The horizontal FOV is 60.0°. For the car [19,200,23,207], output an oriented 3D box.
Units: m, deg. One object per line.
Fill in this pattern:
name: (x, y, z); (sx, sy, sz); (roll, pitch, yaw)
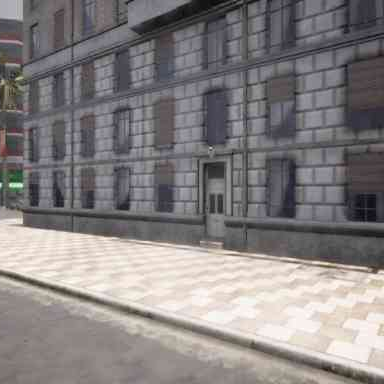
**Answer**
car: (-17.725, 1.526, 40.103); (1.812, 1.442, 4.674); (0, 0, 36)

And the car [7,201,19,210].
car: (-20.821, 1.564, 41.787); (1.994, 1.385, 4.181); (0, 0, 36)
